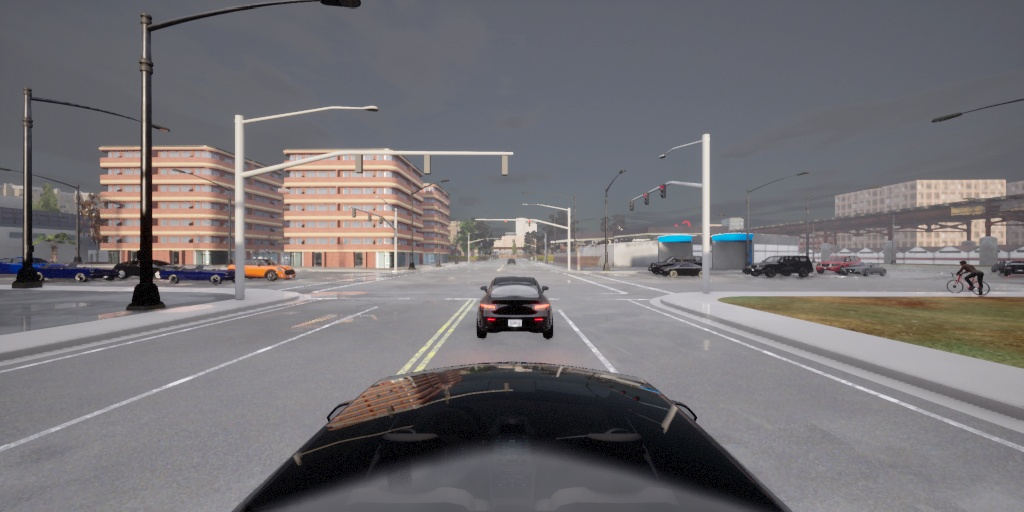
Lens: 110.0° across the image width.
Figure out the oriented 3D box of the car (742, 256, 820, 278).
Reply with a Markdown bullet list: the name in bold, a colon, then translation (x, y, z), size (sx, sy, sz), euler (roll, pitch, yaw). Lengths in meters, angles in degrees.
- **car**: translation (25.449, 0.971, 34.037), size (5.566, 2.045, 2.150), euler (0, 0, -5)

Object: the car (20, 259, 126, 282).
- **car**: translation (-30.080, 1.088, 24.654), size (4.718, 1.301, 1.895), euler (1, 0, 1)

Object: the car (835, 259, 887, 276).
- **car**: translation (35.243, 1.314, 35.978), size (4.181, 1.385, 1.994), euler (0, 0, -18)

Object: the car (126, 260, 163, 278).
- **car**: translation (-28.243, 1.021, 28.122), size (4.892, 1.490, 1.837), euler (1, 0, 1)

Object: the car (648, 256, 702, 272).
- **car**: translation (17.183, 0.971, 37.340), size (5.566, 2.045, 2.150), euler (0, 0, 1)

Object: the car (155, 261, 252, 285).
- **car**: translation (-20.965, 1.220, 24.490), size (4.718, 1.301, 1.895), euler (1, 0, 2)

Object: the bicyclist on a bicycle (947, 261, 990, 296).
- **bicyclist on a bicycle**: translation (21.908, 1.051, 17.256), size (0.582, 1.620, 1.656), euler (0, 0, 0)

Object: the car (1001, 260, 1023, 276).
- **car**: translation (50.501, 1.228, 35.516), size (5.008, 1.535, 1.882), euler (0, 0, -33)

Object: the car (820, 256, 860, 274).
- **car**: translation (36.621, 0.971, 40.073), size (5.566, 2.045, 2.150), euler (0, 0, -22)

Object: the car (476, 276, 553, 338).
- **car**: translation (0.073, 1.276, 10.015), size (1.812, 1.442, 4.674), euler (0, 0, 0)

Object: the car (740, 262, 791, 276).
- **car**: translation (26.583, 1.314, 37.696), size (4.181, 1.385, 1.994), euler (0, 0, -8)

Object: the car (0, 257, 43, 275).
- **car**: translation (-38.176, 0.821, 28.310), size (5.008, 1.535, 1.882), euler (1, 0, 1)

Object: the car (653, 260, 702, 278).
- **car**: translation (16.096, 1.314, 33.906), size (4.181, 1.385, 1.994), euler (0, 0, 0)

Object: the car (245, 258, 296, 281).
- **car**: translation (-19.466, 0.986, 27.959), size (4.553, 1.767, 2.097), euler (1, 0, 1)
